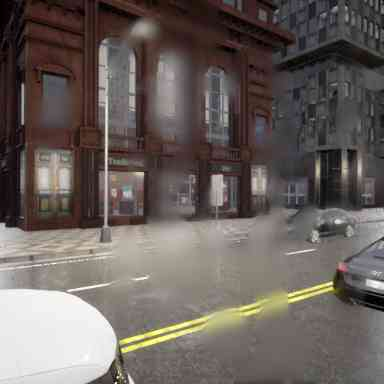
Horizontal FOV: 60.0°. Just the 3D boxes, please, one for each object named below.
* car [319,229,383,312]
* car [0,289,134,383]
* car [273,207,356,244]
[{"bbox_3d":[4.811,1.562,6.888,4.181,1.385,1.994,0,0,-35],"label":"car"},{"bbox_3d":[-2.926,1.221,1.348,5.566,2.045,2.150,0,0,-36],"label":"car"},{"bbox_3d":[5.951,1.497,15.931,4.892,1.490,1.837,0,0,-36],"label":"car"}]
